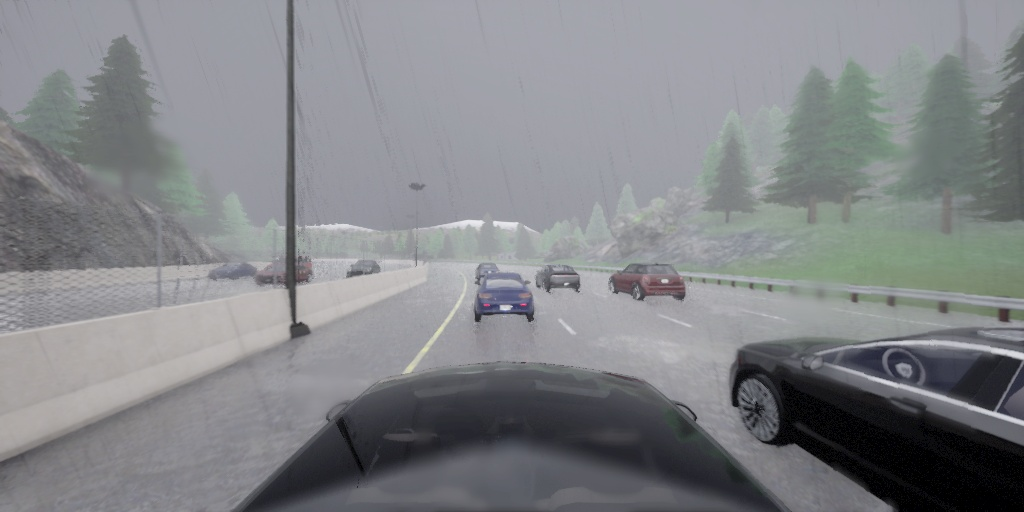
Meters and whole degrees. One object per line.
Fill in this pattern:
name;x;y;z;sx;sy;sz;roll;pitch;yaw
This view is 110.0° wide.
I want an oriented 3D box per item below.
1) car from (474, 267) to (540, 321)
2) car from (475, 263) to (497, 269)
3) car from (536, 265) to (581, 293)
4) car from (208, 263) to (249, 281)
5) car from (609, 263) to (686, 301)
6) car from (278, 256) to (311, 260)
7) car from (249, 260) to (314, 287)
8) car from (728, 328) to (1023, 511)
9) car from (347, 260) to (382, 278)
car;-0.314;1.278;12.344;1.812;1.442;4.674;0;0;-3
car;-2.111;1.308;30.443;2.033;1.411;5.357;0;0;-9
car;2.556;1.240;20.771;2.128;1.511;4.902;0;0;-5
car;-23.517;1.328;30.605;1.812;1.442;4.674;0;0;-9
car;6.358;1.093;17.379;2.097;1.767;4.553;0;0;-4
car;-20.365;1.023;33.172;2.150;2.045;5.566;0;0;-9
car;-15.692;1.264;25.040;1.882;1.535;5.008;0;0;-7
car;3.521;1.235;2.356;2.128;1.511;4.902;0;0;0
car;-13.124;1.134;32.042;2.097;1.767;4.553;0;0;-9
